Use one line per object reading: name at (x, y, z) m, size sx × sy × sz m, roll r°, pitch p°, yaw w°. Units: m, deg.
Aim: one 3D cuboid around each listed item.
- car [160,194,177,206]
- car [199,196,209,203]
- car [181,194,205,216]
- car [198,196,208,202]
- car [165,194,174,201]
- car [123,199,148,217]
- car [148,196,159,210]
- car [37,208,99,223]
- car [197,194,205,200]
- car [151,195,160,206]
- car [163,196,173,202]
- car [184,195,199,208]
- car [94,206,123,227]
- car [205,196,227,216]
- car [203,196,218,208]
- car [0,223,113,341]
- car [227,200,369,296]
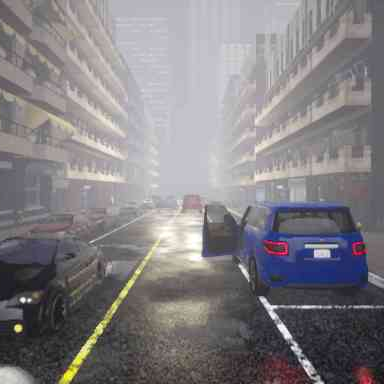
car at (-3.085, 1.152, 47.388) m, size 1.882 × 1.535 × 5.008 m, roll 0°, pitch 0°, yaw 0°
car at (2.553, 1.598, 70.730) m, size 1.947 × 1.339 × 4.313 m, roll -1°, pitch 0°, yaw 0°
car at (0.005, 1.234, 37.140) m, size 2.150 × 2.045 × 5.566 m, roll 0°, pitch 0°, yaw 0°
car at (2.543, 1.586, 76.333) m, size 2.008 × 1.369 × 4.403 m, roll -1°, pitch 0°, yaw 0°
car at (-5.860, 1.356, 87.551) m, size 2.192 × 1.841 × 5.009 m, roll -1°, pitch 0°, yaw 0°
car at (-5.757, 1.564, 31.531) m, size 2.008 × 1.369 × 4.403 m, roll -1°, pitch 0°, yaw 0°
car at (-5.777, 1.568, 42.734) m, size 2.008 × 1.369 × 4.403 m, roll -1°, pitch 0°, yaw 0°
car at (-5.727, 1.588, 14.724) m, size 1.802 × 1.307 × 4.206 m, roll -1°, pitch 0°, yaw 0°
car at (2.512, 1.485, 93.139) m, size 1.967 × 1.590 × 4.097 m, roll -1°, pitch 0°, yaw 0°
car at (-5.800, 1.338, 53.939) m, size 2.192 × 1.841 × 5.009 m, roll -1°, pitch 0°, yaw 0°
car at (-5.847, 1.589, 81.948) m, size 2.008 × 1.369 × 4.403 m, roll -1°, pitch 0°, yaw 0°
car at (-0.044, 1.372, 48.125) m, size 2.097 × 1.767 × 4.553 m, roll 0°, pitch 0°, yaw 0°
car at (-5.737, 1.590, 20.326) m, size 1.802 × 1.307 × 4.206 m, roll -1°, pitch 0°, yaw 0°
car at (2.613, 1.541, 37.288) m, size 1.752 × 1.417 × 4.829 m, roll -1°, pitch 0°, yaw 0°
car at (2.591, 1.460, 48.323) m, size 1.967 × 1.590 × 4.097 m, roll -1°, pitch 0°, yaw 0°
car at (-3.112, 1.566, 6.562) m, size 1.994 × 1.385 × 4.181 m, roll 0°, pitch 0°, yaw 0°
car at (2.377, 1.225, 8.770) m, size 2.150 × 2.045 × 5.566 m, roll 0°, pitch 0°, yaw 0°
